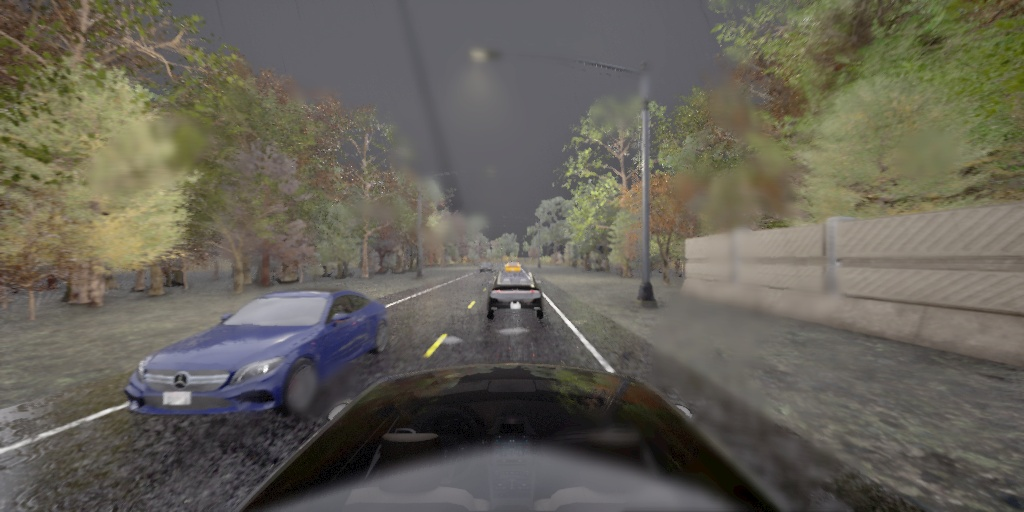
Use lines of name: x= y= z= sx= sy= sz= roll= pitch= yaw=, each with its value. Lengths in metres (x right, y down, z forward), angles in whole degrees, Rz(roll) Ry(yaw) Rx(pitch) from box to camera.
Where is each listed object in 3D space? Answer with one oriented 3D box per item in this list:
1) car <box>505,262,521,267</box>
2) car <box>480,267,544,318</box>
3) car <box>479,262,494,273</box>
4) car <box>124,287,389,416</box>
car: x=0.118 y=1.532 z=45.484 sx=1.882 sy=1.535 sz=5.008 roll=0 pitch=0 yaw=0
car: x=0.110 y=1.335 z=13.386 sx=2.128 sy=1.511 sz=4.902 roll=0 pitch=0 yaw=0
car: x=-3.548 y=1.591 z=50.832 sx=1.837 sy=1.490 sz=4.892 roll=0 pitch=-1 yaw=0
car: x=-3.591 y=1.302 z=6.181 sx=1.812 sy=1.442 sz=4.674 roll=0 pitch=-1 yaw=0
